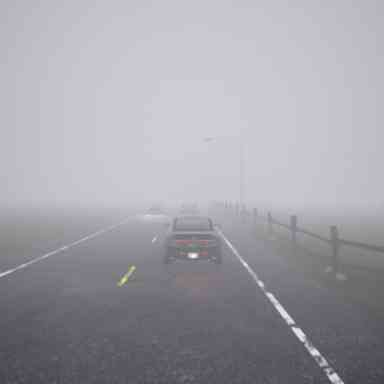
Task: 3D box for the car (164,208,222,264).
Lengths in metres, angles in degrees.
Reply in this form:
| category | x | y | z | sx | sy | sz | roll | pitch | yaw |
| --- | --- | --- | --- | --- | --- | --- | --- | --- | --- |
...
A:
| category | x | y | z | sx | sy | sz | roll | pitch | yaw |
| --- | --- | --- | --- | --- | --- | --- | --- | --- | --- |
| car | 0.021 | 1.585 | 12.087 | 1.837 | 1.490 | 4.892 | 0 | 0 | 0 |

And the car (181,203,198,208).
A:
| category | x | y | z | sx | sy | sz | roll | pitch | yaw |
| --- | --- | --- | --- | --- | --- | --- | --- | --- | --- |
| car | -0.296 | 1.813 | 34.990 | 1.895 | 1.301 | 4.718 | 0 | 0 | -1 |

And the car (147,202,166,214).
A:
| category | x | y | z | sx | sy | sz | roll | pitch | yaw |
| --- | --- | --- | --- | --- | --- | --- | --- | --- | --- |
| car | -4.035 | 1.832 | 38.543 | 1.895 | 1.301 | 4.718 | 0 | 0 | -1 |
